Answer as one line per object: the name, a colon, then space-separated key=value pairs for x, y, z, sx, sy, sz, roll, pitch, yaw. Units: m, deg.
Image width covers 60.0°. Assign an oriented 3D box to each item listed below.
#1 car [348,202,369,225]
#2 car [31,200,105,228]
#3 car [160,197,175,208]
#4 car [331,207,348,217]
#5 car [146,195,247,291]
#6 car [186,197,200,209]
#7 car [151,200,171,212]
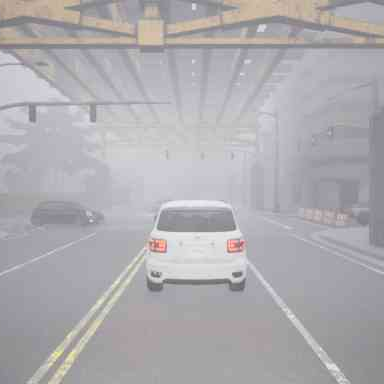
car: x=13.279 y=1.453 z=22.155 sx=4.974 sy=1.542 sz=2.038 roll=0 pitch=0 yaw=-20
car: x=-8.083 y=1.351 z=21.869 sx=4.553 sy=1.767 sz=2.097 roll=0 pitch=0 yaw=12
car: x=-3.551 y=1.526 z=49.064 sx=1.812 sy=1.442 sz=4.674 roll=0 pitch=0 yaw=0
car: x=13.656 y=1.295 z=26.292 sx=4.536 sy=1.218 sz=1.853 roll=0 pitch=0 yaw=25
car: x=0.086 y=1.221 z=9.111 sx=2.150 sy=2.045 sz=5.566 roll=0 pitch=0 yaw=0
car: x=0.145 y=1.525 z=47.608 sx=1.812 sy=1.442 sz=4.674 roll=0 pitch=0 yaw=0
car: x=-3.567 y=1.601 z=39.116 sx=1.895 sy=1.301 sz=4.718 roll=0 pitch=0 yaw=0
